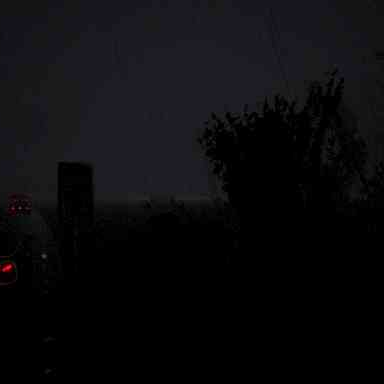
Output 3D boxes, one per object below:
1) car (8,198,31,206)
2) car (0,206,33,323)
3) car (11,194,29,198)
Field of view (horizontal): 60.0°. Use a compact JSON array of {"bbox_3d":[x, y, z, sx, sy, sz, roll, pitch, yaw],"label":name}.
[{"bbox_3d":[-17.492,1.589,33.899,2.033,1.411,5.357,0,0,-27],"label":"car"},{"bbox_3d":[-4.514,1.358,6.888,2.097,1.767,4.553,0,0,-24],"label":"car"},{"bbox_3d":[-22.406,1.286,43.076,2.150,2.045,5.566,0,0,-29],"label":"car"}]
